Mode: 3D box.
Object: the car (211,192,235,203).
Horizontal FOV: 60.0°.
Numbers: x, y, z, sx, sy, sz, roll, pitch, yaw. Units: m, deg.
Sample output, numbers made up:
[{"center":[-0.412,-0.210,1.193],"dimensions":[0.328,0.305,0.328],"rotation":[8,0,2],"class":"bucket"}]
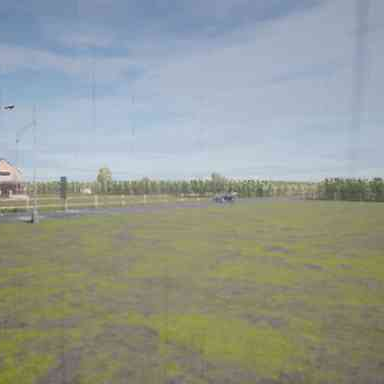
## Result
[{"center":[4.853,0.830,51.125],"dimensions":[1.837,1.490,4.892],"rotation":[1,0,37],"class":"car"}]
